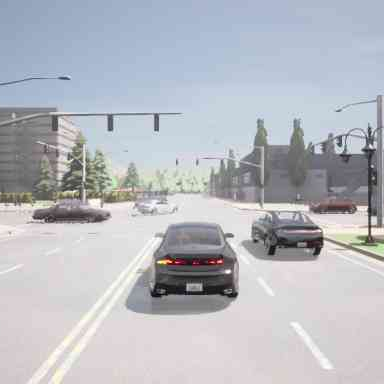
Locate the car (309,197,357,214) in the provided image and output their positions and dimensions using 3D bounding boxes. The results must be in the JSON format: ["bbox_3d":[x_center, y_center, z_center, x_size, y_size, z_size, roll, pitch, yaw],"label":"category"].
[{"bbox_3d":[14.643,1.352,34.743,4.553,1.767,2.097,0,0,-1],"label":"car"}]

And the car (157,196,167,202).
[{"bbox_3d":[-7.010,1.552,78.591,1.994,1.385,4.181,0,0,0],"label":"car"}]

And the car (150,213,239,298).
[{"bbox_3d":[0.061,1.505,8.530,1.837,1.490,4.892,0,0,0],"label":"car"}]

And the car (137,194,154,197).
[{"bbox_3d":[-7.137,1.477,47.898,1.882,1.535,5.008,0,0,1],"label":"car"}]

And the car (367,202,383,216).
[{"bbox_3d":[19.083,1.505,31.293,4.892,1.490,1.837,0,0,-1],"label":"car"}]

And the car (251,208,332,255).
[{"bbox_3d":[3.582,1.491,13.210,2.128,1.511,4.902,0,0,0],"label":"car"}]

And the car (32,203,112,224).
[{"bbox_3d":[-8.720,1.548,24.332,5.357,1.411,2.033,0,0,1],"label":"car"}]

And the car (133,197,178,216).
[{"bbox_3d":[-3.391,1.525,33.066,1.812,1.442,4.674,1,1,41],"label":"car"}]

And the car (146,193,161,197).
[{"bbox_3d":[-7.090,1.477,57.625,1.882,1.535,5.008,0,0,0],"label":"car"}]
